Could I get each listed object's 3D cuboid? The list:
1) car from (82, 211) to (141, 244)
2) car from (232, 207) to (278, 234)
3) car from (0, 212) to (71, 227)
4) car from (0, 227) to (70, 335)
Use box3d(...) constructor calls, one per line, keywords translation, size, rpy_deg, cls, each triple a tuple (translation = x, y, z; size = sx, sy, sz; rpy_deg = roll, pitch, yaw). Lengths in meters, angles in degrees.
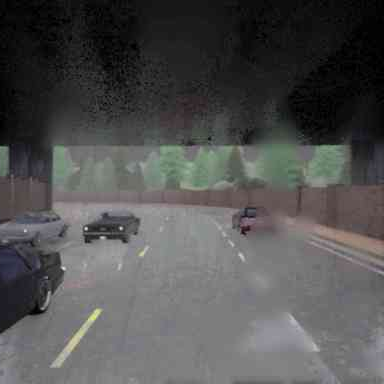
box3d(translation=(-3.680, 1.584, 15.893), size=(1.895, 1.301, 4.718), rpy_deg=(0, 0, -1), cls="car")
box3d(translation=(3.437, 1.530, 18.762), size=(1.994, 1.385, 4.181), rpy_deg=(0, 0, -1), cls="car")
box3d(translation=(-7.172, 1.594, 14.989), size=(1.895, 1.301, 4.718), rpy_deg=(0, 0, 0), cls="car")
box3d(translation=(-3.610, 1.548, 4.820), size=(2.033, 1.411, 5.357), rpy_deg=(0, 0, 0), cls="car")
